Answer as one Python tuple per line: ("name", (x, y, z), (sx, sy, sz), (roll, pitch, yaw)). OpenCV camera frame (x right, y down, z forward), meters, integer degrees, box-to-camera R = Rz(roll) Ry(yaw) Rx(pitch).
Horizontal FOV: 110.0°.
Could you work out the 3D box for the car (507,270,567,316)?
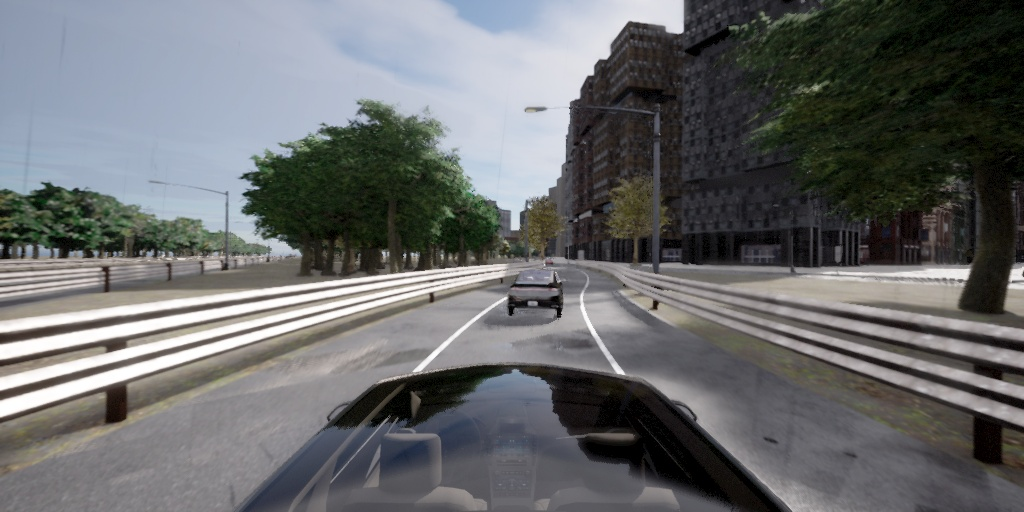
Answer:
("car", (1.000, 1.254, 13.422), (2.128, 1.511, 4.902), (0, 0, 8))
